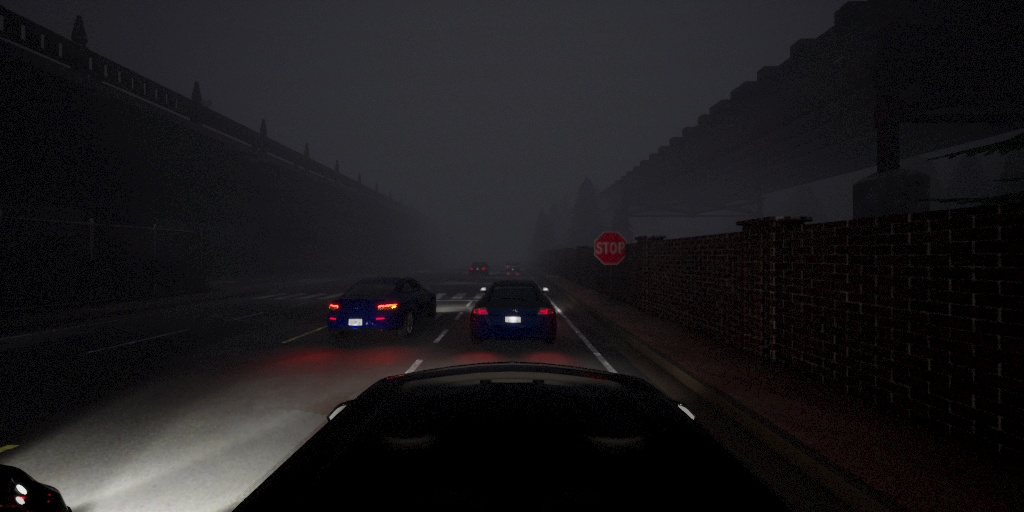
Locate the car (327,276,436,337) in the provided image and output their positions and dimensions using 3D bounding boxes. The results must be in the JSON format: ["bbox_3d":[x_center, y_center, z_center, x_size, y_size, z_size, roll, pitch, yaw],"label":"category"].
[{"bbox_3d":[-3.419,1.276,10.113,1.812,1.442,4.674,0,0,0],"label":"car"}]

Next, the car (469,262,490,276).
[{"bbox_3d":[-3.321,1.297,37.090,2.033,1.411,5.357,0,0,0],"label":"car"}]

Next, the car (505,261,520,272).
[{"bbox_3d":[0.072,1.351,46.087,1.895,1.301,4.718,0,0,-1],"label":"car"}]

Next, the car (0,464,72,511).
[{"bbox_3d":[-3.402,1.314,0.175,1.994,1.385,4.181,0,0,0],"label":"car"}]

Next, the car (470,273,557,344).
[{"bbox_3d":[0.063,1.314,9.593,1.994,1.385,4.181,0,0,1],"label":"car"}]
